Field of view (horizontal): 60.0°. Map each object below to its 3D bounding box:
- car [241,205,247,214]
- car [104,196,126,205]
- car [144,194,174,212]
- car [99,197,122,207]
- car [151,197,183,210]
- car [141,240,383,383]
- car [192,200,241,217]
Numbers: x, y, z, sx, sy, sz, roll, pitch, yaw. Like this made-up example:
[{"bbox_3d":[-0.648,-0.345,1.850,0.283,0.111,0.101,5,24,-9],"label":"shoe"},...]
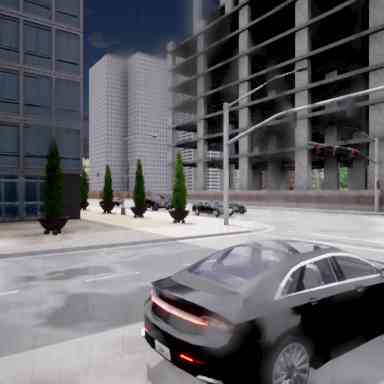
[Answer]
[{"bbox_3d":[3.802,1.627,35.137,1.994,1.385,4.181,0,0,-36],"label":"car"},{"bbox_3d":[-13.823,1.556,59.519,2.128,1.511,4.902,0,0,-36],"label":"car"},{"bbox_3d":[-4.518,1.285,40.631,2.150,2.045,5.566,0,0,-36],"label":"car"},{"bbox_3d":[-12.910,1.663,52.222,1.895,1.301,4.718,0,0,-36],"label":"car"},{"bbox_3d":[-3.439,1.541,45.101,1.882,1.535,5.008,0,0,-36],"label":"car"},{"bbox_3d":[1.644,1.493,5.027,4.902,1.511,2.128,0,0,-36],"label":"car"},{"bbox_3d":[1.944,1.554,31.740,2.128,1.511,4.902,0,0,-36],"label":"car"}]
